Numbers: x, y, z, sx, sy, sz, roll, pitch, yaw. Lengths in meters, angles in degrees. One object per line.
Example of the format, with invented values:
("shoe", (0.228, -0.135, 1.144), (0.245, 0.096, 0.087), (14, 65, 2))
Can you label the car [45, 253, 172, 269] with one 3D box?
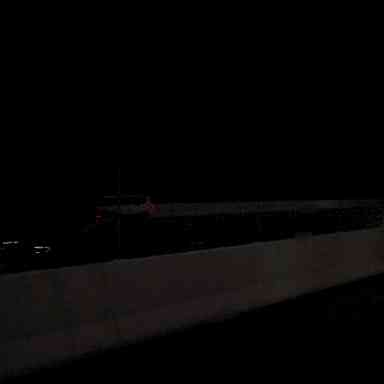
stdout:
("car", (-2.582, 1.477, 10.647), (5.008, 1.535, 1.882), (0, 0, -35))
